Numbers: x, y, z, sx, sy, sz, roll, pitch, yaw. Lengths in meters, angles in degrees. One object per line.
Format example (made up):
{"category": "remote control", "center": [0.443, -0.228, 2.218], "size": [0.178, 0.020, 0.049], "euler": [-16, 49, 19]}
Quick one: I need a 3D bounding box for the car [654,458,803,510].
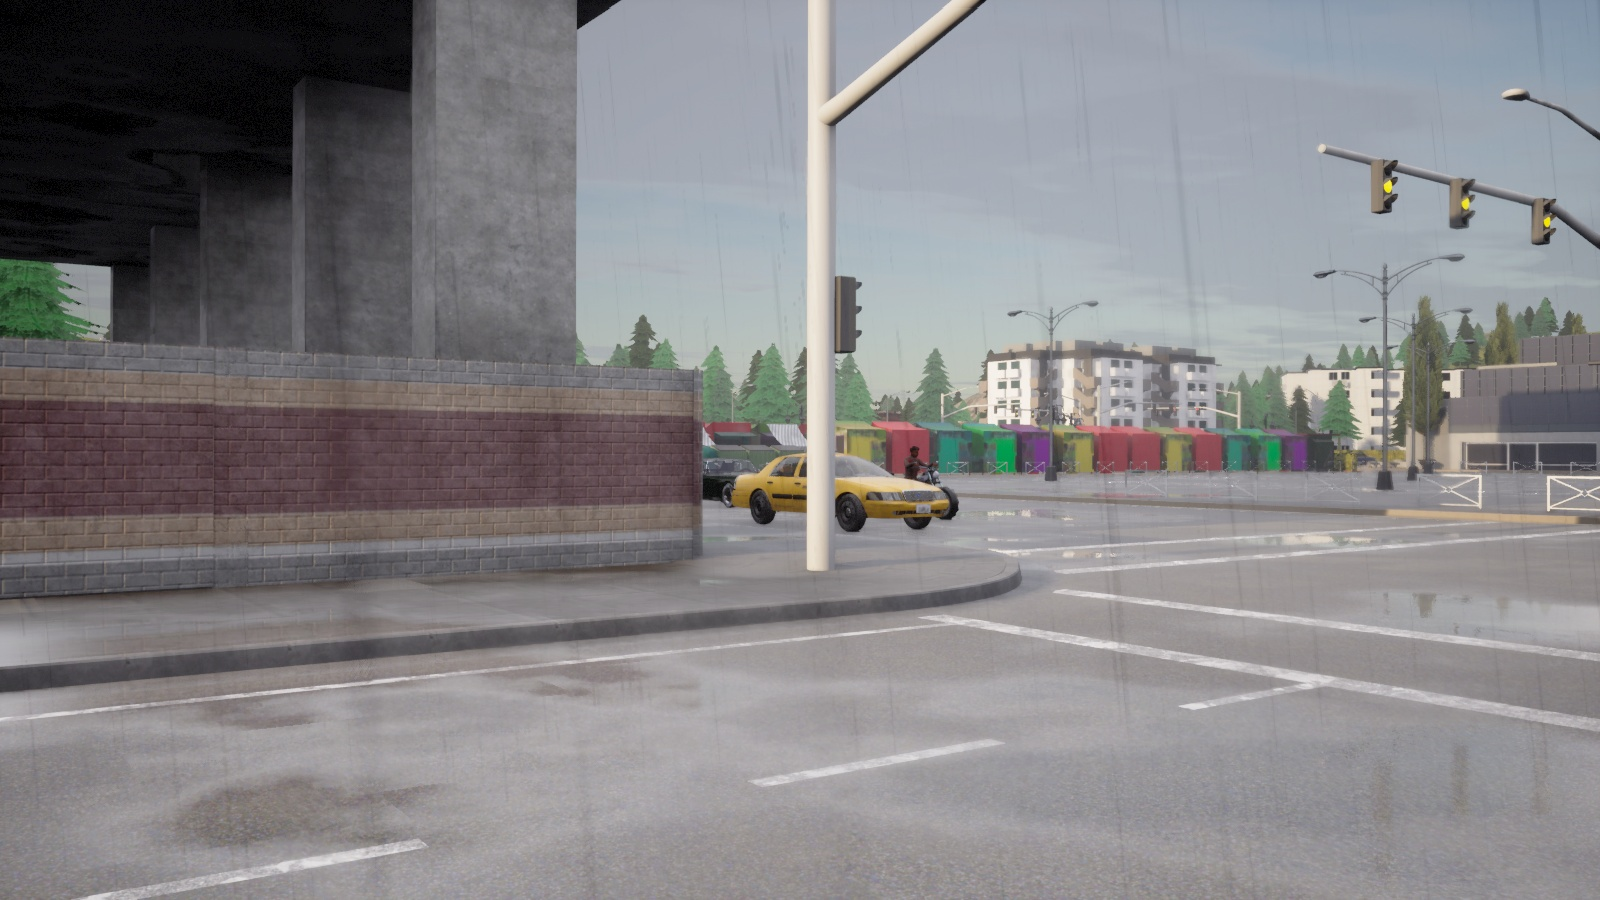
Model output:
{"category": "car", "center": [-2.041, 0.879, 34.541], "size": [1.895, 1.301, 4.718], "euler": [0, 0, -35]}

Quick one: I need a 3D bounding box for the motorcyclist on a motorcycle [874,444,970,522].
{"category": "motorcyclist on a motorcycle", "center": [2.673, 0.702, 27.821], "size": [0.766, 1.649, 2.350], "euler": [0, 0, -35]}

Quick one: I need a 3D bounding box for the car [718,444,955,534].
{"category": "car", "center": [0.561, 0.688, 24.736], "size": [1.801, 1.575, 5.366], "euler": [0, 0, -35]}
